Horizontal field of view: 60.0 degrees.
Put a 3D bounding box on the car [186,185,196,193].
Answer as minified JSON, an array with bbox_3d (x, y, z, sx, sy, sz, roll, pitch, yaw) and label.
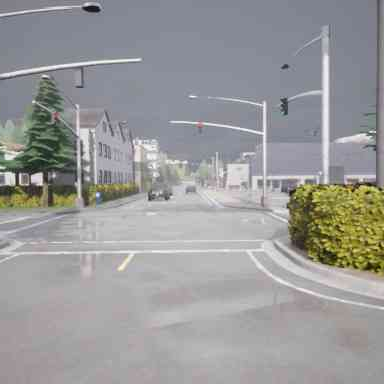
[{"bbox_3d":[-0.186,-0.580,58.690,2.128,1.511,4.902,-1,2,0],"label":"car"}]

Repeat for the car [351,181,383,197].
[{"bbox_3d":[22.249,-0.462,42.098,1.932,1.855,4.605,-1,2,0],"label":"car"}]

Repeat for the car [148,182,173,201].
[{"bbox_3d":[-3.731,-0.110,38.269,2.150,2.045,5.566,-1,2,0],"label":"car"}]

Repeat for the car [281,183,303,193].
[{"bbox_3d":[15.254,-0.525,52.073,2.007,1.523,4.514,-1,2,0],"label":"car"}]

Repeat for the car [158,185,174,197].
[{"bbox_3d":[-3.746,-0.176,48.430,1.837,1.490,4.892,-1,2,0],"label":"car"}]

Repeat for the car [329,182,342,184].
[{"bbox_3d":[25.291,-1.035,59.489,2.152,1.636,5.027,-1,2,0],"label":"car"}]

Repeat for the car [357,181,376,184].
[{"bbox_3d":[19.006,-0.176,34.216,1.905,1.878,3.866,-1,2,0],"label":"car"}]
